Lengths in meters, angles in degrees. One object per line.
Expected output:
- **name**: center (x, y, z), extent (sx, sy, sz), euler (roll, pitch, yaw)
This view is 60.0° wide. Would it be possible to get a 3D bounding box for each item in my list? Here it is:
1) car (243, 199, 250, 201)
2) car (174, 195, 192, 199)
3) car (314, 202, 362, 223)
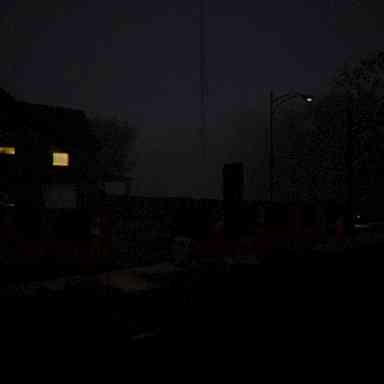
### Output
- **car**: center (4.997, 1.437, 32.671), extent (1.812, 1.442, 4.674), euler (0, 0, -36)
- **car**: center (-0.787, 1.224, 40.711), extent (2.097, 1.767, 4.553), euler (0, 0, -36)
- **car**: center (10.335, 1.472, 25.245), extent (1.812, 1.442, 4.674), euler (0, 0, -36)
